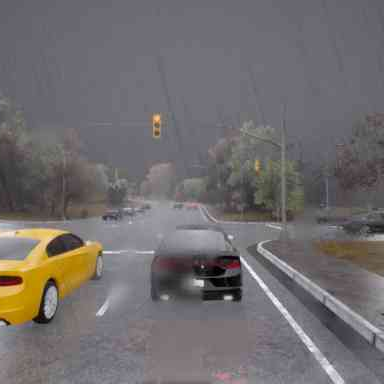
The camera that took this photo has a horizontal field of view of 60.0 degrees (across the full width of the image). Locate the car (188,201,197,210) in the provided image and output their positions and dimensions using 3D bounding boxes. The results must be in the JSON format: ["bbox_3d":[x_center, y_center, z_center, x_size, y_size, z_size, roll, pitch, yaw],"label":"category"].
[{"bbox_3d":[0.165,3.043,76.175,2.097,1.767,4.553,0,0,0],"label":"car"}]

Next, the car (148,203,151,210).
[{"bbox_3d":[-10.339,3.231,75.322,2.033,1.411,5.357,0,0,0],"label":"car"}]

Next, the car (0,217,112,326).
[{"bbox_3d":[-3.405,1.543,7.302,1.882,1.535,5.008,0,-1,0],"label":"car"}]

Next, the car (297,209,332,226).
[{"bbox_3d":[12.463,2.439,31.572,4.892,1.490,1.837,0,-2,0],"label":"car"}]

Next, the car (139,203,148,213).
[{"bbox_3d":[-10.402,3.247,64.741,2.128,1.511,4.902,0,0,1],"label":"car"}]

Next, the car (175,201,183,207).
[{"bbox_3d":[-3.432,3.167,86.756,1.994,1.385,4.181,0,0,-3],"label":"car"}]

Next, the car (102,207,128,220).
[{"bbox_3d":[-10.515,3.002,44.766,2.033,1.411,5.357,0,-2,1],"label":"car"}]

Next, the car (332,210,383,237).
[{"bbox_3d":[11.780,1.982,20.892,4.892,1.490,1.837,0,-2,-1],"label":"car"}]

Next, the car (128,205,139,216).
[{"bbox_3d":[-10.467,3.212,54.636,1.812,1.442,4.674,0,-1,0],"label":"car"}]

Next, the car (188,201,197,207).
[{"bbox_3d":[0.084,3.162,86.333,2.033,1.411,5.357,0,0,-3],"label":"car"}]

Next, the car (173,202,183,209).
[{"bbox_3d":[-3.336,3.184,76.688,1.837,1.490,4.892,0,0,0],"label":"car"}]

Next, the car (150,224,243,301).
[{"bbox_3d":[0.102,1.566,8.544,1.882,1.535,5.008,0,-1,0],"label":"car"}]
